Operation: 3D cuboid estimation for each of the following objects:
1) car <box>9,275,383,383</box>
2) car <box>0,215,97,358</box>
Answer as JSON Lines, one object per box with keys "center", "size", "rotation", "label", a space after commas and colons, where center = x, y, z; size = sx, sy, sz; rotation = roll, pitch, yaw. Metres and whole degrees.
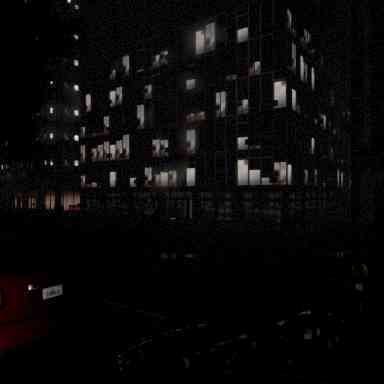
{"center": [0.832, 1.566, 2.284], "size": [4.313, 1.339, 1.947], "rotation": [0, 0, 36], "label": "car"}
{"center": [-3.663, 1.315, 5.493], "size": [5.009, 1.841, 2.192], "rotation": [0, 0, 36], "label": "car"}
